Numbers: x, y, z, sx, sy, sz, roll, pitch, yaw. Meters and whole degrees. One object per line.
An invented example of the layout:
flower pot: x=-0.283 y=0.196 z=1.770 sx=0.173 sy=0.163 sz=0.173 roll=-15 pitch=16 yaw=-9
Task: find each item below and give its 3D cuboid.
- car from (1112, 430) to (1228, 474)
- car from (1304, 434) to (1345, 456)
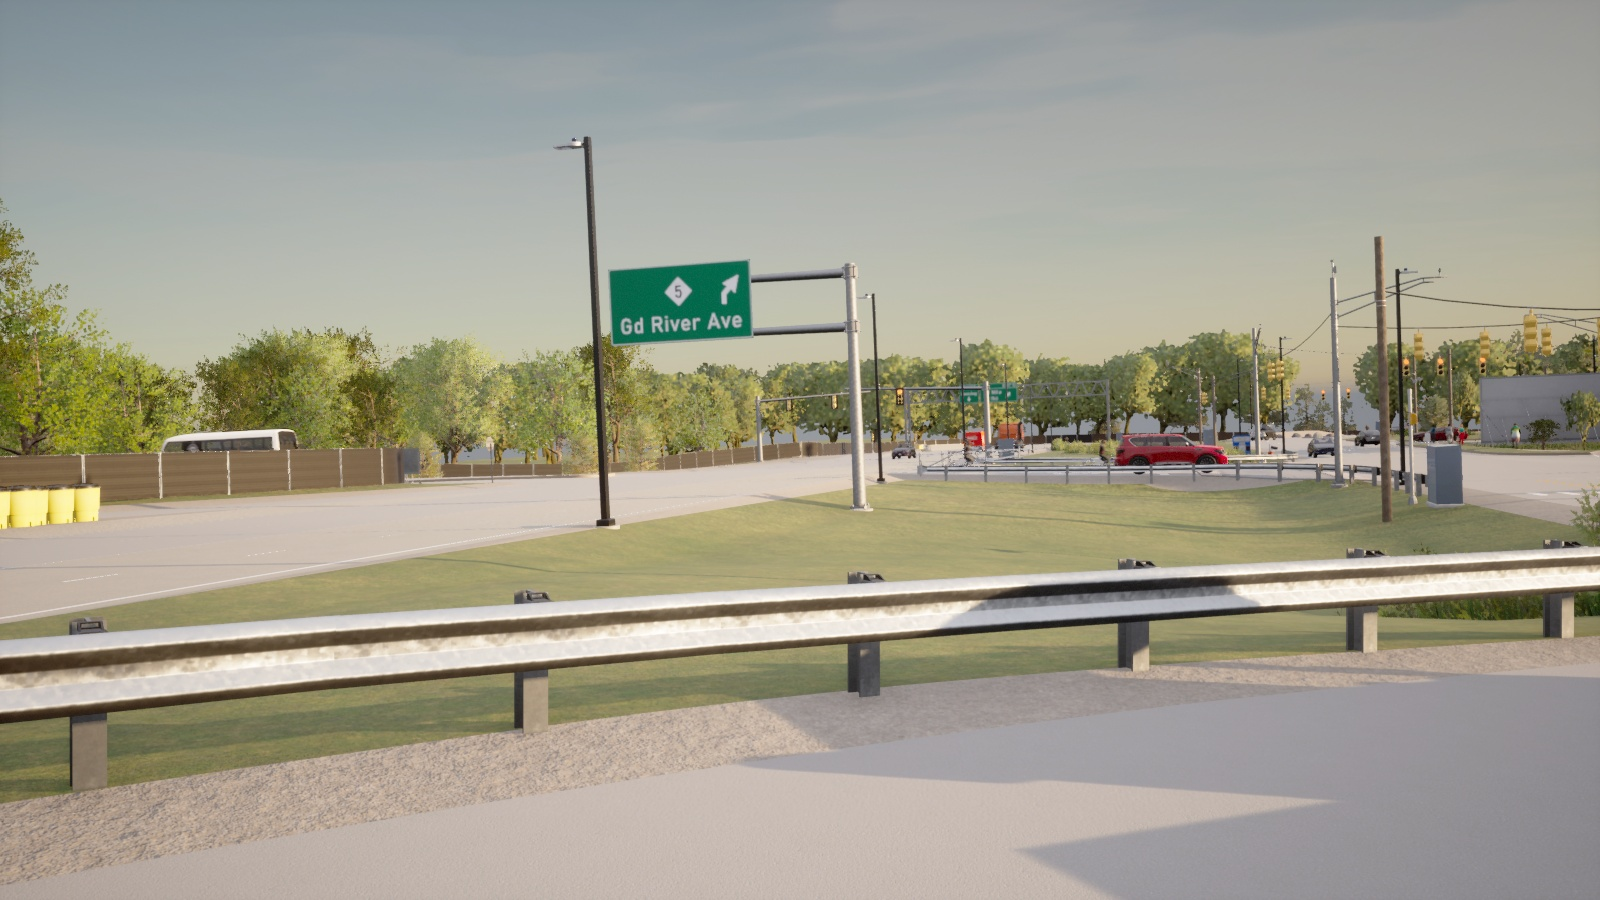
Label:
car: x=18.902 y=0.090 z=64.235 sx=5.566 sy=2.045 sz=2.150 roll=-2 pitch=0 yaw=17
car: x=37.892 y=-0.356 z=90.899 sx=2.033 sy=1.411 sz=5.357 roll=-2 pitch=1 yaw=16
